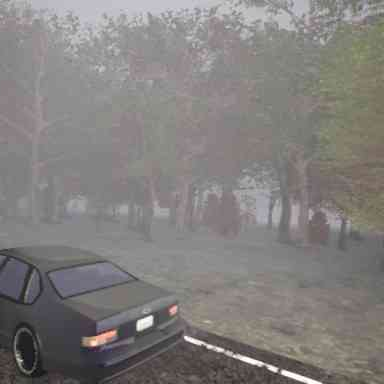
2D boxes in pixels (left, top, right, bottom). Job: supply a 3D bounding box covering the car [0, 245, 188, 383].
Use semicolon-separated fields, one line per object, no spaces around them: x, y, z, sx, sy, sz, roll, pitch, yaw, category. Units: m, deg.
-2.626;1.646;5.676;5.357;1.411;2.033;1;-1;36;car
